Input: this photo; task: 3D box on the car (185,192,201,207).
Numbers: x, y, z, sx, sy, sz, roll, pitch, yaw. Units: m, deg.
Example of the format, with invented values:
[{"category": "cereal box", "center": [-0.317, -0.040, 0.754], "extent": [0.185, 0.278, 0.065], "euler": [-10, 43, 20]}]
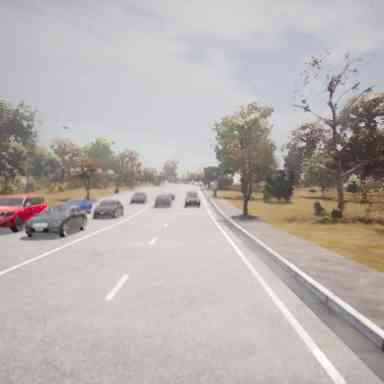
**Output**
[{"category": "car", "center": [0.103, 1.035, 40.618], "extent": [1.895, 1.301, 4.718], "euler": [0, 3, 0]}]

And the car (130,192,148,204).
[{"category": "car", "center": [-6.997, 0.777, 44.353], "extent": [1.837, 1.490, 4.892], "euler": [0, 3, 0]}]

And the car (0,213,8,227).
[{"category": "car", "center": [-7.101, 1.516, 8.696], "extent": [1.812, 1.442, 4.674], "euler": [0, 0, 0]}]

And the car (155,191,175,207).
[{"category": "car", "center": [-3.398, 0.966, 40.108], "extent": [1.837, 1.490, 4.892], "euler": [0, 3, 0]}]

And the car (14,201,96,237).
[{"category": "car", "center": [-7.098, 1.472, 17.892], "extent": [2.128, 1.511, 4.902], "euler": [0, 0, 0]}]

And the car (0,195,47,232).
[{"category": "car", "center": [-10.594, 1.200, 20.100], "extent": [2.150, 2.045, 5.566], "euler": [0, 0, -1]}]

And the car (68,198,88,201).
[{"category": "car", "center": [-10.581, 1.354, 30.567], "extent": [1.882, 1.535, 5.008], "euler": [0, 2, 0]}]

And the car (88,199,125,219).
[{"category": "car", "center": [-7.087, 1.428, 28.641], "extent": [1.837, 1.490, 4.892], "euler": [0, 1, 0]}]

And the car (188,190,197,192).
[{"category": "car", "center": [0.012, 0.427, 50.711], "extent": [1.812, 1.442, 4.674], "euler": [0, 3, 0]}]
